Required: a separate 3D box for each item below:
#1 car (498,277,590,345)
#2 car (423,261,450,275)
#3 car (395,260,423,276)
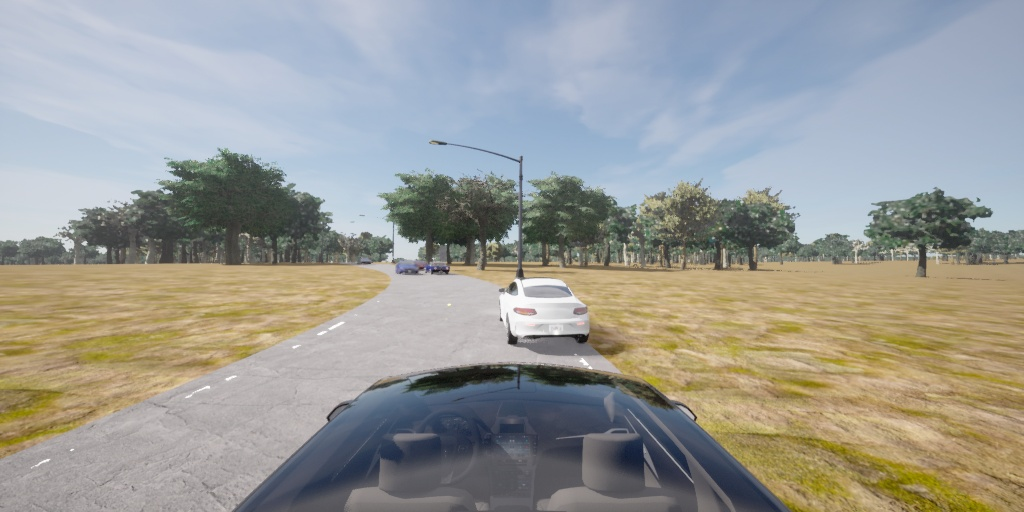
[{"bbox_3d":[0.665,1.277,9.483,1.812,1.442,4.674,0,0,-5],"label":"car"},{"bbox_3d":[-7.992,1.246,37.928,1.895,1.301,4.718,1,0,-24],"label":"car"},{"bbox_3d":[-10.472,1.141,35.639,1.812,1.442,4.674,1,0,-24],"label":"car"}]
